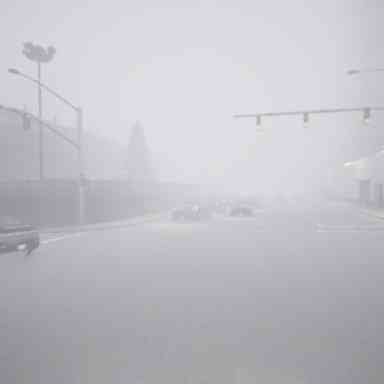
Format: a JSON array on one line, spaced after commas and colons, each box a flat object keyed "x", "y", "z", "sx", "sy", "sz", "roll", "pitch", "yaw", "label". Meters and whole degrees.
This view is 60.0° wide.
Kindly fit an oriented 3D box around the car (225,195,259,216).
[{"x": 4.551, "y": 1.316, "z": 29.493, "sx": 2.033, "sy": 1.411, "sz": 5.357, "roll": -1, "pitch": 0, "yaw": 14, "label": "car"}]

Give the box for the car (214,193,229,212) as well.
[{"x": 2.169, "y": 1.140, "z": 34.419, "sx": 2.097, "sy": 1.767, "sz": 4.553, "roll": -1, "pitch": 0, "yaw": 14, "label": "car"}]

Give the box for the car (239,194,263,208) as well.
[{"x": 6.884, "y": 1.196, "z": 38.800, "sx": 1.837, "sy": 1.490, "sz": 4.892, "roll": -1, "pitch": 0, "yaw": 15, "label": "car"}]

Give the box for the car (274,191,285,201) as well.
[{"x": 16.971, "y": 0.766, "z": 64.592, "sx": 2.097, "sy": 1.767, "sz": 4.553, "roll": -1, "pitch": 0, "yaw": 14, "label": "car"}]

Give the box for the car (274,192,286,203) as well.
[{"x": 14.519, "y": 0.988, "z": 54.722, "sx": 2.128, "sy": 1.511, "sz": 4.902, "roll": -1, "pitch": 0, "yaw": 14, "label": "car"}]

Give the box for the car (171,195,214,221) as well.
[{"x": -0.019, "y": 1.212, "z": 25.870, "sx": 2.097, "sy": 1.767, "sz": 4.553, "roll": -1, "pitch": 0, "yaw": 16, "label": "car"}]

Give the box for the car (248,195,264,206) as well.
[{"x": 9.460, "y": 1.153, "z": 48.875, "sx": 2.033, "sy": 1.411, "sz": 5.357, "roll": -1, "pitch": 0, "yaw": 14, "label": "car"}]

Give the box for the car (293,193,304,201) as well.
[{"x": 20.340, "y": 0.857, "z": 63.628, "sx": 2.128, "sy": 1.511, "sz": 4.902, "roll": -1, "pitch": 0, "yaw": 14, "label": "car"}]

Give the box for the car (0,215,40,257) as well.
[{"x": -7.495, "y": 1.565, "z": 11.668, "sx": 4.902, "sy": 1.511, "sz": 2.128, "roll": -1, "pitch": 0, "yaw": 29, "label": "car"}]

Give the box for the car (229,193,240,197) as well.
[{"x": 4.664, "y": 1.057, "z": 44.225, "sx": 2.097, "sy": 1.767, "sz": 4.553, "roll": -1, "pitch": 0, "yaw": 14, "label": "car"}]
